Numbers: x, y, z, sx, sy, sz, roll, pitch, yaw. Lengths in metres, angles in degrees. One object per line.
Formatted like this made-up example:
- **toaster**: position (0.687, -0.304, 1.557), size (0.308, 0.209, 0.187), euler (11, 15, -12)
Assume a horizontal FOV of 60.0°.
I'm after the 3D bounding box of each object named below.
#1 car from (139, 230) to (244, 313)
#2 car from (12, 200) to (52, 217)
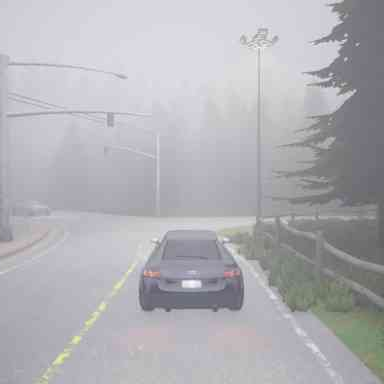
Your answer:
- **car**: position (-0.029, 1.564, 7.775), size (1.994, 1.385, 4.181), euler (0, 0, -1)
- **car**: position (-15.314, 1.525, 31.581), size (4.674, 1.442, 1.812), euler (0, 0, 35)
